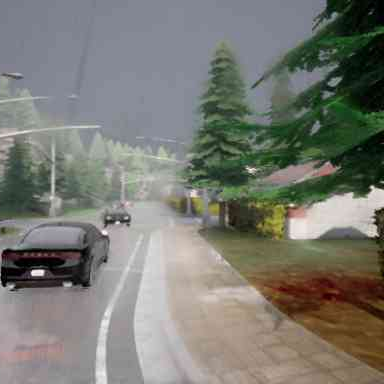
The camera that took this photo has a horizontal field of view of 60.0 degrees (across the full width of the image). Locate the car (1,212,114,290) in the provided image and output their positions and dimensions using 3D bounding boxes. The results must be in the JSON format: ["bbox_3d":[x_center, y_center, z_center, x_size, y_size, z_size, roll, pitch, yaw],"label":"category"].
[{"bbox_3d":[-3.557,1.577,9.506,1.882,1.535,5.008,0,0,-7],"label":"car"}]

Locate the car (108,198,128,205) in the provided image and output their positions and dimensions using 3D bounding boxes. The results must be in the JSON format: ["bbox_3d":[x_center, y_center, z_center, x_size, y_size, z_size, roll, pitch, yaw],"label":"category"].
[{"bbox_3d":[-11.257,2.013,49.334,2.128,1.511,4.902,0,-1,-6],"label":"car"}]

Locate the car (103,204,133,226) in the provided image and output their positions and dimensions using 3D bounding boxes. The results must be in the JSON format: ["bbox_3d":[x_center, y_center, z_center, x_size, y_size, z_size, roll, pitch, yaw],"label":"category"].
[{"bbox_3d":[-6.011,1.884,25.534,1.895,1.301,4.718,0,-1,-20],"label":"car"}]

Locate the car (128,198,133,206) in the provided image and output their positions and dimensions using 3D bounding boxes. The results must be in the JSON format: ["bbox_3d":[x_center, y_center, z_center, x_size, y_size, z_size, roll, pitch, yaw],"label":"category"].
[{"bbox_3d":[-12.798,2.056,65.598,2.097,1.767,4.553,0,-1,-5],"label":"car"}]
